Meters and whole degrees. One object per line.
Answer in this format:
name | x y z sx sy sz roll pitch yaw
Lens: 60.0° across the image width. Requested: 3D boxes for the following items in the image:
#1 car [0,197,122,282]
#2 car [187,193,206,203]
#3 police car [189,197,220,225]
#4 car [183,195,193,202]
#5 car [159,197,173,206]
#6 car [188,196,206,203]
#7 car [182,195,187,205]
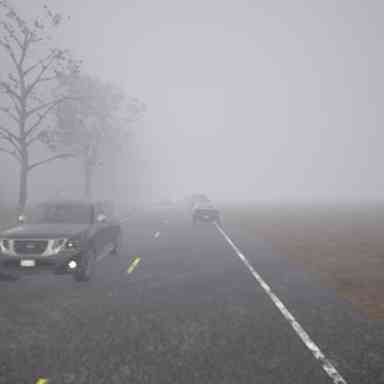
car | -3.627 1.208 10.083 2.150 2.045 5.566 0 0 0
car | 0.746 1.186 40.034 2.150 2.045 5.566 0 0 -1
police car | 0.935 1.397 24.098 1.930 1.638 5.238 0 0 -1
car | -1.014 1.404 74.547 2.128 1.511 4.902 0 0 -2
car | -4.103 1.524 53.165 1.994 1.385 4.181 0 0 -1
car | 0.827 1.443 33.998 1.882 1.535 5.008 0 0 -1
car | -0.633 1.312 58.705 2.097 1.767 4.553 0 0 -1
